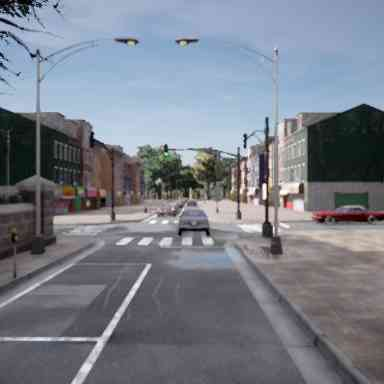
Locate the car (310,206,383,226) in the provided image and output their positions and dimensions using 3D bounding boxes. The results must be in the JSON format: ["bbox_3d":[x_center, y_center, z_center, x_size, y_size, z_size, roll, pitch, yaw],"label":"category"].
[{"bbox_3d":[10.967,1.631,23.579,4.718,1.301,1.895,-1,0,0],"label":"car"}]

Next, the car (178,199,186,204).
[{"bbox_3d":[-2.609,2.488,89.657,2.008,1.369,4.403,-1,-1,0],"label":"car"}]

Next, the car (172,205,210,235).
[{"bbox_3d":[0.107,1.737,20.169,2.033,1.411,5.357,0,-1,0],"label":"car"}]

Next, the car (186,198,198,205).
[{"bbox_3d":[0.033,2.159,65.641,2.128,1.511,4.902,0,-1,0],"label":"car"}]

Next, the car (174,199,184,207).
[{"bbox_3d":[-2.618,2.237,67.919,1.887,1.381,4.507,-1,-1,0],"label":"car"}]

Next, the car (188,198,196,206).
[{"bbox_3d":[0.031,2.259,75.885,1.882,1.535,5.008,0,-1,0],"label":"car"}]

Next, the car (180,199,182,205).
[{"bbox_3d":[-2.630,1.837,40.748,1.967,1.590,4.097,-1,-1,0],"label":"car"}]

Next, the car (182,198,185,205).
[{"bbox_3d":[-2.623,2.117,57.050,1.887,1.381,4.507,-1,-1,0],"label":"car"}]

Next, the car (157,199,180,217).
[{"bbox_3d":[-2.633,1.781,35.314,1.967,1.590,4.097,-1,-1,0],"label":"car"}]

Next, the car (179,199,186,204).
[{"bbox_3d":[-2.607,2.566,95.091,1.947,1.339,4.313,-1,-1,0],"label":"car"}]

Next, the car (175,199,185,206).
[{"bbox_3d":[-2.616,2.319,73.354,1.947,1.339,4.313,-1,-1,0],"label":"car"}]
